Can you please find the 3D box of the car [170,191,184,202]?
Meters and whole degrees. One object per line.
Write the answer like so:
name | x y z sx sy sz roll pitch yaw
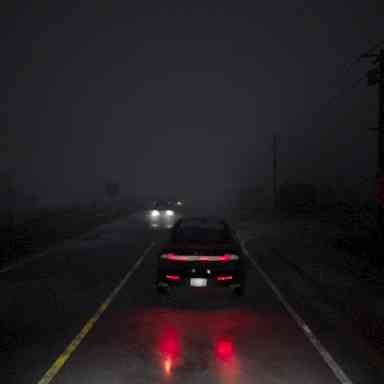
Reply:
car | -2.804 0.757 53.880 2.097 1.767 4.553 0 1 1

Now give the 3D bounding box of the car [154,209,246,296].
car | 0.267 1.397 8.450 2.128 1.511 4.902 0 1 4

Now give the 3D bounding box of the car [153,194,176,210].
car | -3.084 1.199 36.410 1.895 1.301 4.718 0 1 1
